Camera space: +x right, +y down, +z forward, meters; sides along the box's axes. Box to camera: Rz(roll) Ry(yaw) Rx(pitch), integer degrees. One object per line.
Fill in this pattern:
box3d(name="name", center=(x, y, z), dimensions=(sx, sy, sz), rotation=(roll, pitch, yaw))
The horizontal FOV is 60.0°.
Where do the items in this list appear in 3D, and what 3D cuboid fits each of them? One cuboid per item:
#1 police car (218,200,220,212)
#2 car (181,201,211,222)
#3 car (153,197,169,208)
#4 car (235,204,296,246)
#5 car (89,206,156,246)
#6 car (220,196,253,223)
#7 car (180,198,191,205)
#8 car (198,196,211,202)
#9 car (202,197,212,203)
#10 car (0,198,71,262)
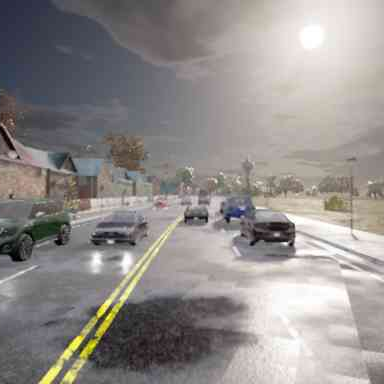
box3d(name="police car", center=(4.061, 1.571, 37.620), dimensions=(1.930, 1.638, 5.238), rotation=(0, 0, 2))
box3d(name="car", center=(0.396, 1.705, 27.182), dimensions=(1.895, 1.301, 4.718), rotation=(0, 0, 2))
box3d(name="car", center=(-4.933, 1.574, 53.656), dimensions=(2.097, 1.767, 4.553), rotation=(0, 0, 4))
box3d(name="car", center=(3.395, 1.536, 15.631), dimensions=(1.882, 1.535, 5.008), rotation=(0, 0, 1))
box3d(name="car", center=(-3.189, 1.606, 15.858), dimensions=(2.033, 1.411, 5.357), rotation=(0, 0, 1))
box3d(name="car", center=(3.661, 1.323, 26.603), dimensions=(2.150, 2.045, 5.566), rotation=(0, 0, 2))
box3d(name="car", center=(-1.069, 1.787, 62.346), dimensions=(1.812, 1.442, 4.674), rotation=(0, 0, 4))
box3d(name="car", center=(2.156, 1.603, 61.664), dimensions=(2.097, 1.767, 4.553), rotation=(0, 0, 4))
box3d(name="car", center=(3.631, 1.884, 80.462), dimensions=(2.033, 1.411, 5.357), rotation=(0, 0, 5))
box3d(name="car", center=(-6.490, 1.267, 12.677), dimensions=(2.150, 2.045, 5.566), rotation=(0, 0, 1))
